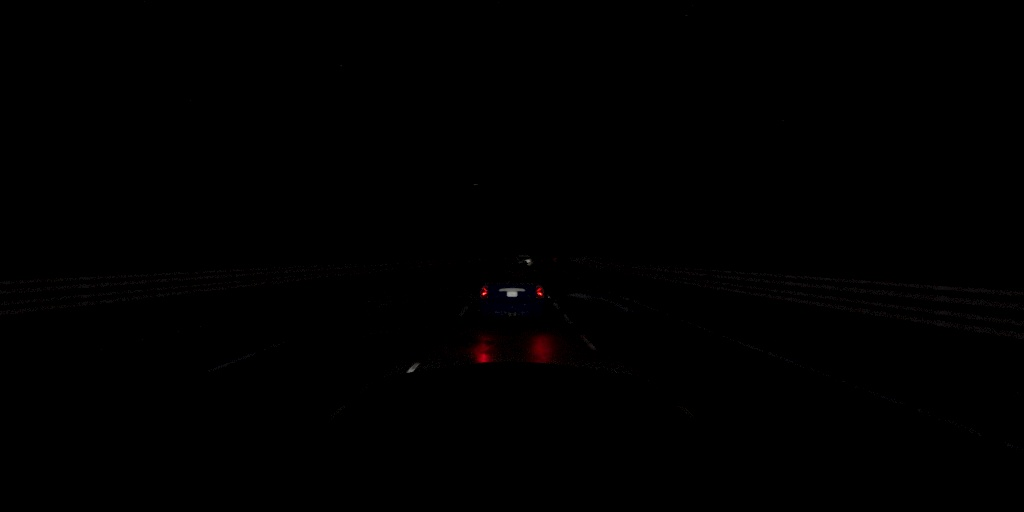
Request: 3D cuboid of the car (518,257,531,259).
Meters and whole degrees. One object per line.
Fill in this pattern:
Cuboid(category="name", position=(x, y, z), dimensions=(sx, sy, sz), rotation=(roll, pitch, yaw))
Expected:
Cuboid(category="car", position=(1.036, 1.207, 40.906), dimensions=(1.882, 1.535, 5.008), rotation=(0, 0, 4))

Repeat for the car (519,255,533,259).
Cuboid(category="car", position=(1.906, 0.928, 52.158), dimensions=(2.150, 2.045, 5.566), rotation=(0, 0, 5))

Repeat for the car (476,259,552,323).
Cuboid(category="car", position=(0.019, 1.090, 12.231), dimensions=(2.097, 1.767, 4.553), rotation=(0, 0, 0))
